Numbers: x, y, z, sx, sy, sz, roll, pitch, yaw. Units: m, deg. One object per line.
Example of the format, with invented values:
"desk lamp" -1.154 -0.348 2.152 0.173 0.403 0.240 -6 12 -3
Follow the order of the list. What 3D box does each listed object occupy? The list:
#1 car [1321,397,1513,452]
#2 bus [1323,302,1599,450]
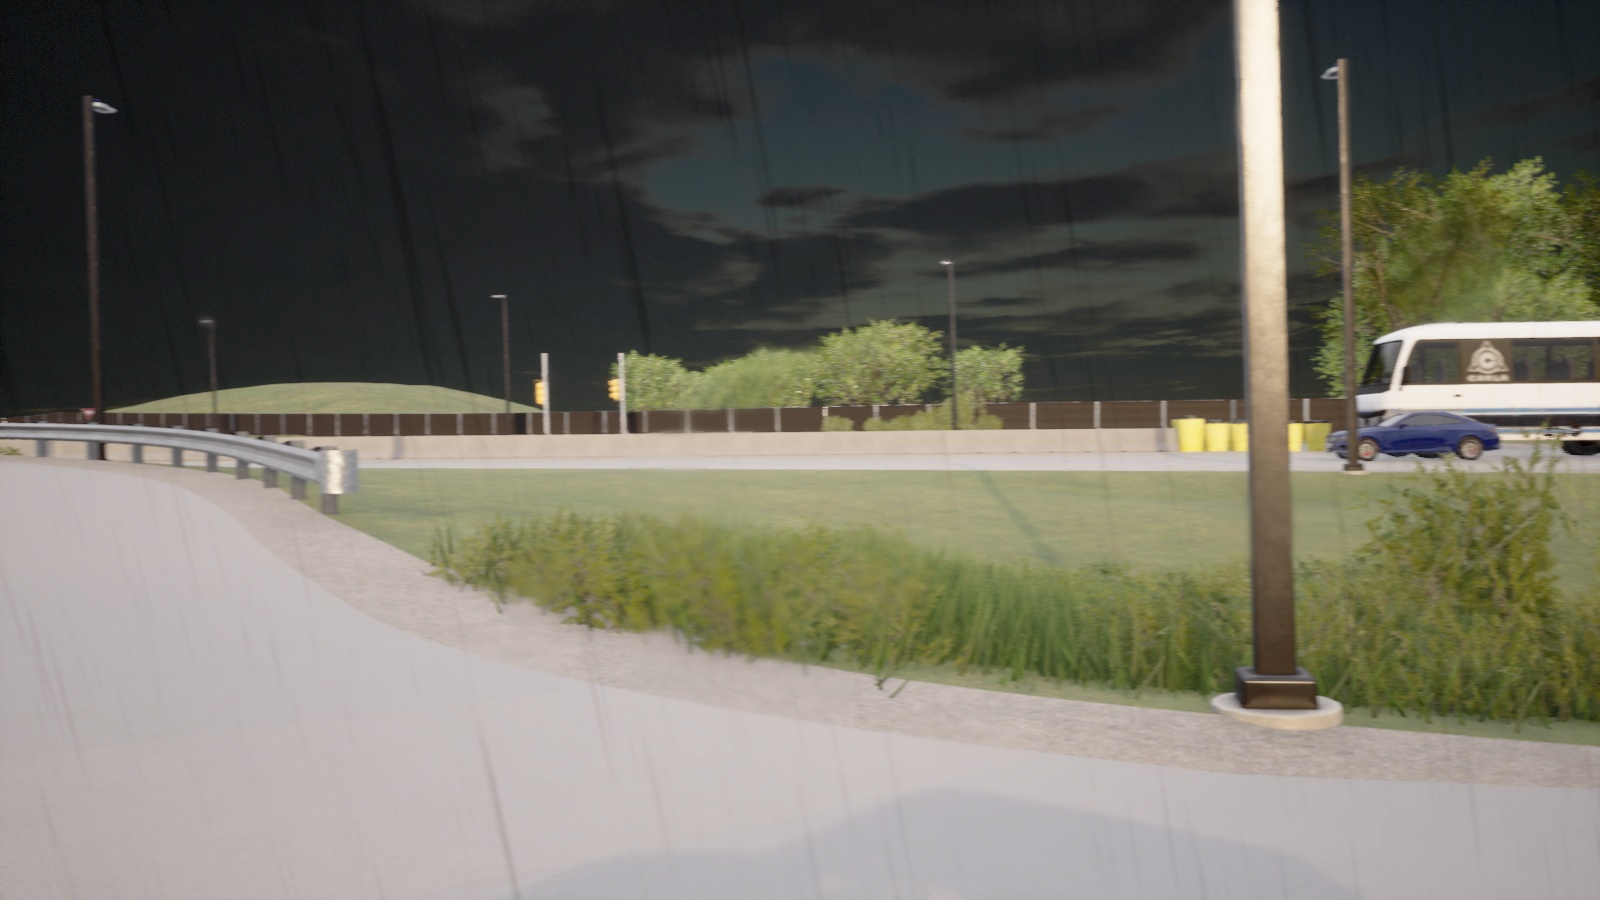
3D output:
"car" 17.895 -0.728 36.598 4.674 1.442 1.812 -1 1 6
"bus" 22.491 -2.287 39.613 10.273 4.253 3.944 -1 1 6
